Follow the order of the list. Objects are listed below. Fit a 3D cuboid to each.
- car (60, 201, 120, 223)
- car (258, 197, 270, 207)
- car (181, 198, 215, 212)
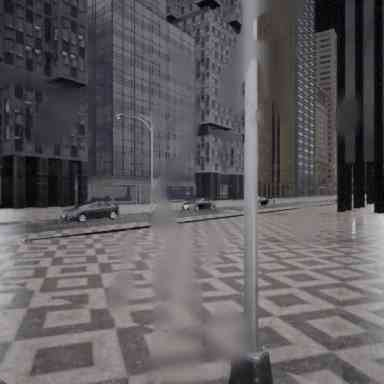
[{"bbox_3d":[-7.795,1.474,25.780,1.837,1.490,4.892,0,1,36],"label":"car"},{"bbox_3d":[9.981,1.457,49.966,1.882,1.535,5.008,0,0,36],"label":"car"},{"bbox_3d":[0.773,1.446,37.506,2.128,1.511,4.902,0,0,36],"label":"car"}]
